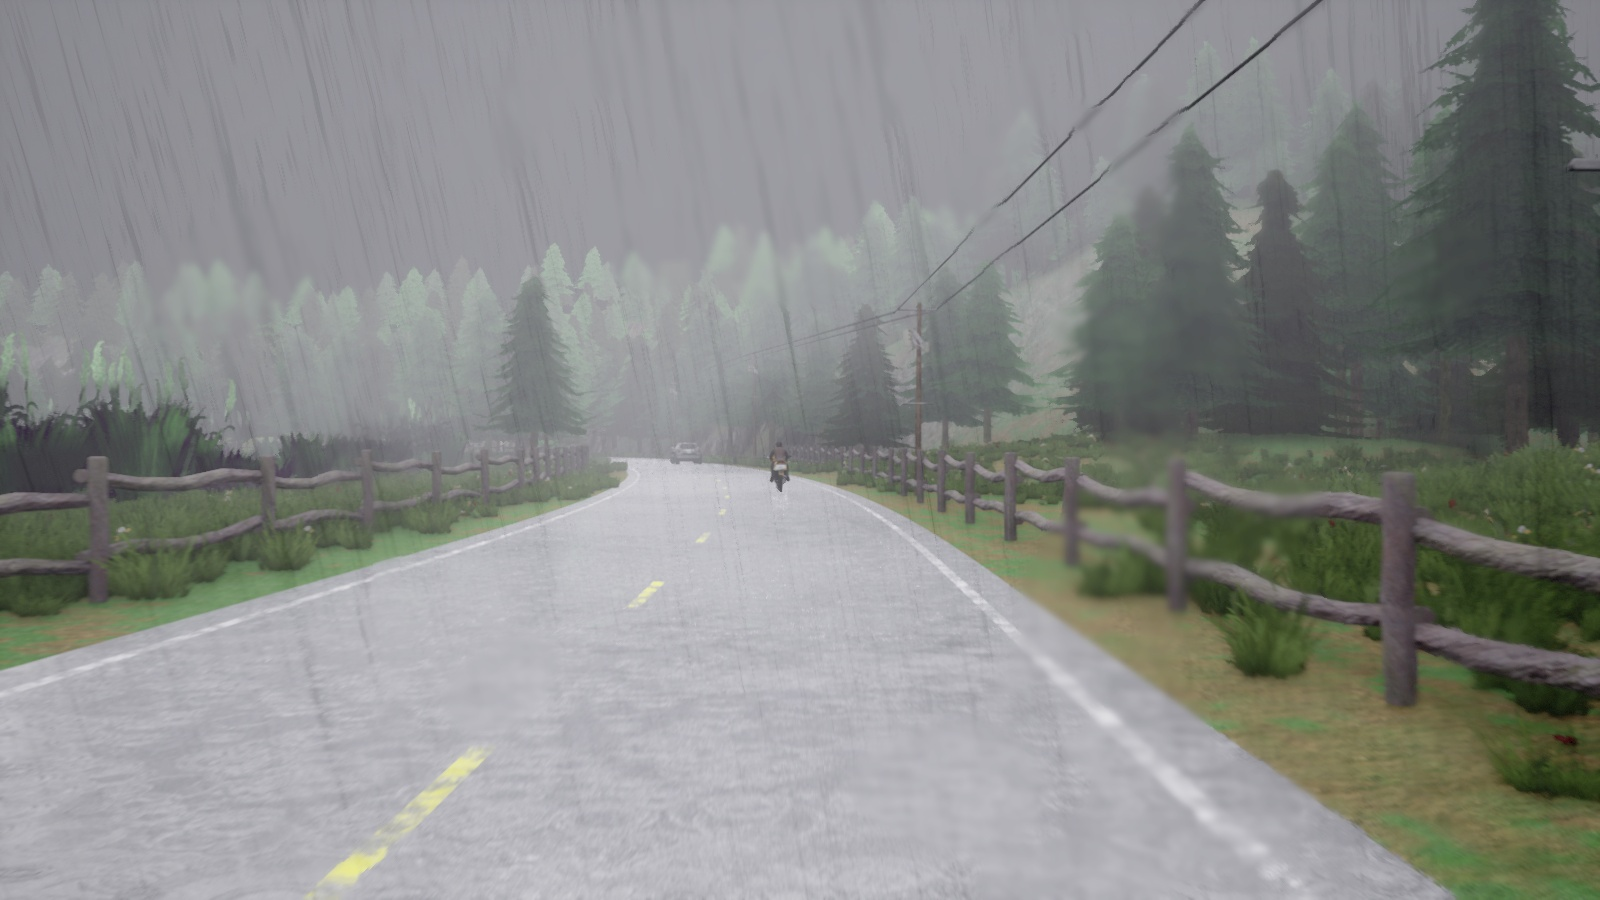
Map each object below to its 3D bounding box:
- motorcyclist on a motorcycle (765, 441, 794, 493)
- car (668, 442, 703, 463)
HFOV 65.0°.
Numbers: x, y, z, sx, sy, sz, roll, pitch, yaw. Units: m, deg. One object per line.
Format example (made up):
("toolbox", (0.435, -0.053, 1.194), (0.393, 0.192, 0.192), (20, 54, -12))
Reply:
("motorcyclist on a motorcycle", (-0.630, 0.497, 37.862), (0.797, 1.523, 2.044), (0, 0, -4))
("car", (-8.037, 0.170, 87.944), (1.970, 1.475, 3.806), (0, 0, -12))
